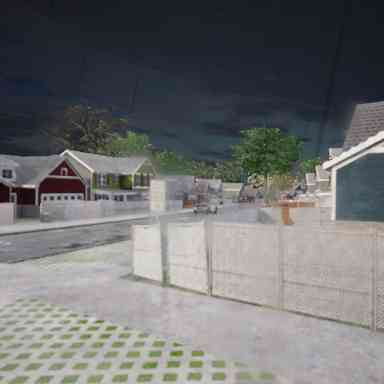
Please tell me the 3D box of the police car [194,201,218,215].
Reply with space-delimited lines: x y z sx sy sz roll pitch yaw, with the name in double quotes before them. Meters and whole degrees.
"police car" 1.699 1.959 41.580 2.038 1.542 4.974 1 0 19
